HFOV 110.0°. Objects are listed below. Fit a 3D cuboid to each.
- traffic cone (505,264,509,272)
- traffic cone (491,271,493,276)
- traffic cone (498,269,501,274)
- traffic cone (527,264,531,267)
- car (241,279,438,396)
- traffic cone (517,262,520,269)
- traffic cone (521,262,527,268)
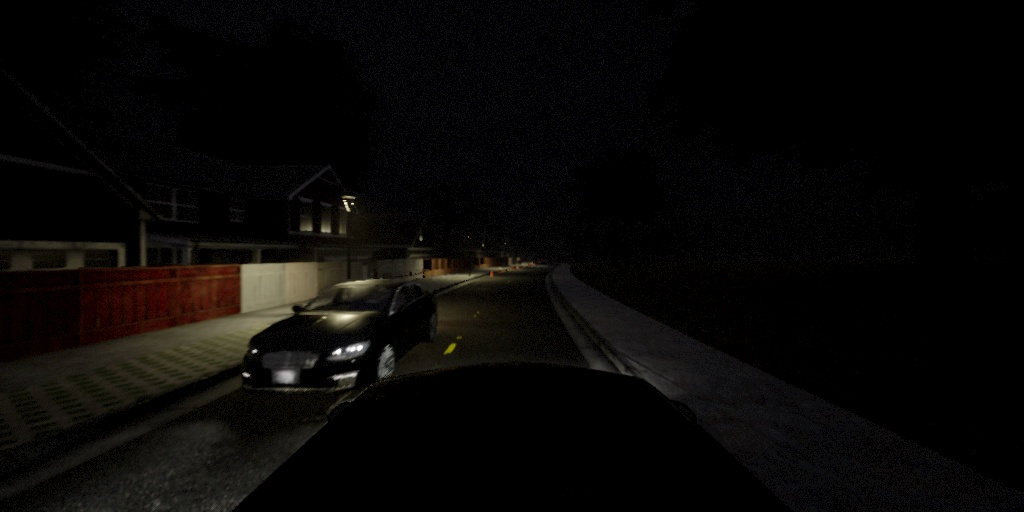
[{"bbox_3d":[-0.697,1.677,45.235,0.340,0.580,0.340,0,0,8],"label":"traffic cone"},{"bbox_3d":[-1.971,1.682,35.235,0.340,0.580,0.340,0,0,6],"label":"traffic cone"},{"bbox_3d":[-1.374,1.679,40.240,0.340,0.580,0.340,0,0,7],"label":"traffic cone"},{"bbox_3d":[2.718,1.683,65.019,0.340,0.580,0.340,0,0,10],"label":"traffic cone"},{"bbox_3d":[-2.751,1.234,6.894,2.128,1.511,4.902,0,0,1],"label":"car"},{"bbox_3d":[0.900,1.674,55.188,0.340,0.580,0.340,0,0,10],"label":"traffic cone"},{"bbox_3d":[1.819,1.676,60.139,0.340,0.580,0.340,0,0,11],"label":"traffic cone"}]
